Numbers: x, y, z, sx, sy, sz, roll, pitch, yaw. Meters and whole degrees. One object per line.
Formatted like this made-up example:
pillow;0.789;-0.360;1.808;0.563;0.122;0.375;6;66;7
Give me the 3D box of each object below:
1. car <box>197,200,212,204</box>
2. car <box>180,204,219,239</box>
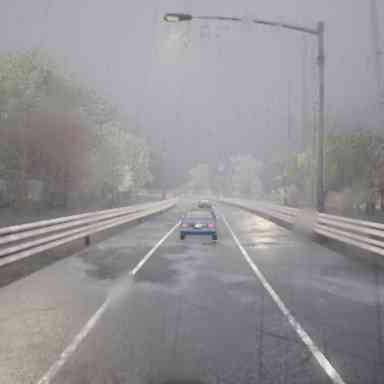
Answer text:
car;1.657;1.695;44.988;1.895;1.301;4.718;0;0;1
car;0.414;1.587;17.623;2.033;1.411;5.357;0;0;3
